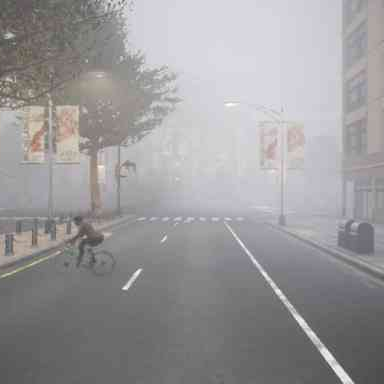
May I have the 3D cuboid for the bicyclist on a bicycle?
[{"bbox_3d":[-2.860,1.453,8.842,1.656,1.620,0.582,0,0,2],"label":"bicyclist on a bicycle"}]
